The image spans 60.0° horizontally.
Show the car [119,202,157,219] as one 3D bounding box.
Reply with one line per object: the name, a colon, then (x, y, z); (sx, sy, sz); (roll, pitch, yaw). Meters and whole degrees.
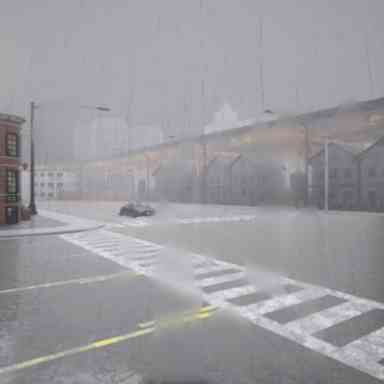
car: (-4.781, 1.574, 29.245); (1.994, 1.385, 4.181); (0, 0, -36)
